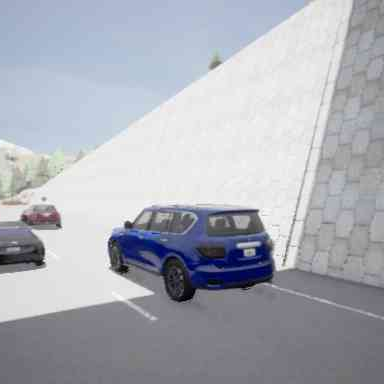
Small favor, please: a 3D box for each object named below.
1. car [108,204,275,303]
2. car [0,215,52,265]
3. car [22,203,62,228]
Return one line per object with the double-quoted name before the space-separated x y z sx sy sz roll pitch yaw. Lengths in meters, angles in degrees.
"car" -0.364 1.338 8.884 2.150 2.045 5.566 1 -1 -35
"car" -6.503 1.715 11.623 1.994 1.385 4.181 1 -1 -35
"car" -11.138 1.669 24.455 2.097 1.767 4.553 1 -1 -35
